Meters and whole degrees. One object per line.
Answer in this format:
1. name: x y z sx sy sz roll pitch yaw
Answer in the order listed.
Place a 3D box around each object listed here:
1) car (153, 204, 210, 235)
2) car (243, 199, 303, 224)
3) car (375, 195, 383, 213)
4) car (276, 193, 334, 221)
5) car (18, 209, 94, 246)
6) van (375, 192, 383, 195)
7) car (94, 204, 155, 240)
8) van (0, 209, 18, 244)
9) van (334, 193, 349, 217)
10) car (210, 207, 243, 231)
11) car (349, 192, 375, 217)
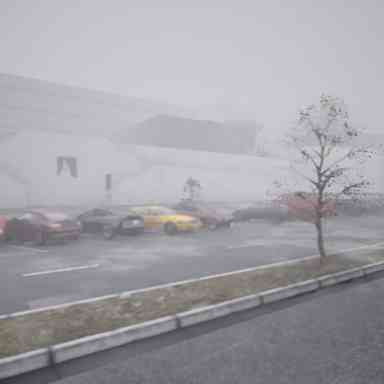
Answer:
1. car: -1.957 1.464 18.684 5.366 1.575 1.946 -1 -1 35
2. car: 5.183 1.444 23.974 4.674 1.452 2.002 -1 0 35
3. car: 14.906 1.274 30.896 4.892 1.521 2.231 -1 0 35
4. car: 7.581 1.125 25.723 5.566 2.045 2.435 -1 0 35
5. car: -6.974 1.529 15.315 4.674 1.452 2.002 -1 0 35
6. van: 17.230 1.015 32.695 4.442 1.987 1.878 -1 0 35
7. car: -4.572 1.514 17.065 4.792 1.488 2.163 -1 0 35
8. van: -9.305 1.267 13.533 4.442 1.987 1.878 -1 -1 35
9. van: 10.138 1.114 27.379 4.442 1.987 1.878 -1 -1 35
10. car: 0.344 1.482 20.500 4.792 1.488 2.163 -1 -1 35
11. car: 12.495 1.056 29.160 5.566 2.045 2.435 -1 -1 35
